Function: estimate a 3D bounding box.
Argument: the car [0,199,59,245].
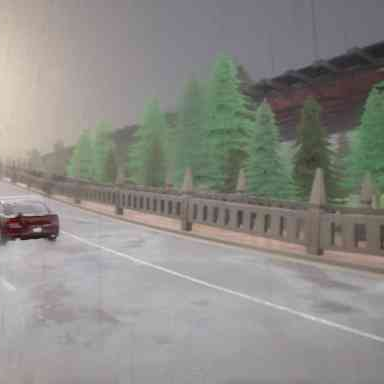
[{"bbox_3d":[-7.018,1.017,13.487,1.882,1.535,5.008,-1,4,-41],"label":"car"}]
